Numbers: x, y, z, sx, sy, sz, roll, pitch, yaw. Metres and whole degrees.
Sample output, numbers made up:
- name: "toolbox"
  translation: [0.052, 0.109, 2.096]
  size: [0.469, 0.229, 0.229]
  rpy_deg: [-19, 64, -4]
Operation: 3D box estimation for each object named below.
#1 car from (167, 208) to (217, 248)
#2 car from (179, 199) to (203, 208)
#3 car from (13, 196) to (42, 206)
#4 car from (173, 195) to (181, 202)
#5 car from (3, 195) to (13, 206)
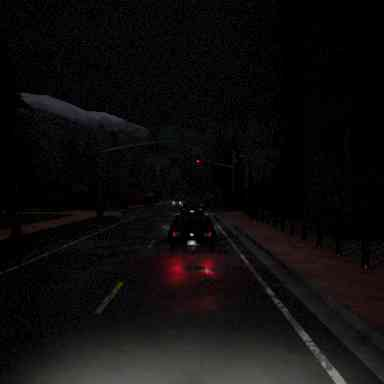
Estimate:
- name: "car"
  translation: [0.000, 1.615, 14.680]
  size: [1.895, 1.301, 4.718]
  rpy_deg: [0, 0, 0]
- name: "car"
  translation: [0.000, 1.571, 29.650]
  size: [1.994, 1.385, 4.181]
  rpy_deg: [0, 0, 0]
- name: "car"
  translation: [-25.019, 1.158, 51.246]
  size: [1.932, 1.855, 4.605]
  rpy_deg: [0, 0, -1]
- name: "car"
  translation: [-3.500, 1.515, 78.112]
  size: [1.812, 1.442, 4.674]
  rpy_deg: [0, 0, 0]
- name: "car"
  translation: [-27.524, 1.159, 50.799]
  size: [1.905, 1.878, 3.866]
  rpy_deg: [0, 0, -1]
